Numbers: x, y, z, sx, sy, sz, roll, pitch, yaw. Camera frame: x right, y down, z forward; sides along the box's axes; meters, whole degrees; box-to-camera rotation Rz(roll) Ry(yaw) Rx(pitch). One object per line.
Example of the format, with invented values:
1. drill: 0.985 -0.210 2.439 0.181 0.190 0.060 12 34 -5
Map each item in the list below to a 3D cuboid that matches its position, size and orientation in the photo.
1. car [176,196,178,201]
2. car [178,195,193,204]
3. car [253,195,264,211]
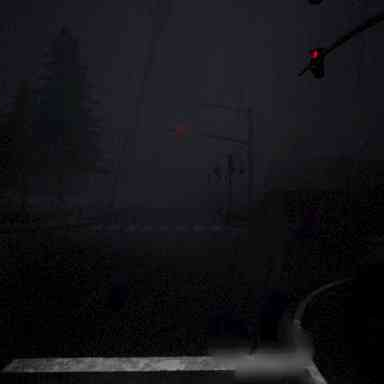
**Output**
1. car: -2.161 1.327 71.021 1.812 1.442 4.674 0 0 -13
2. car: -0.873 1.518 60.836 2.033 1.411 5.357 0 0 -7
3. car: 8.887 1.144 36.211 4.605 1.855 1.932 0 0 -1
